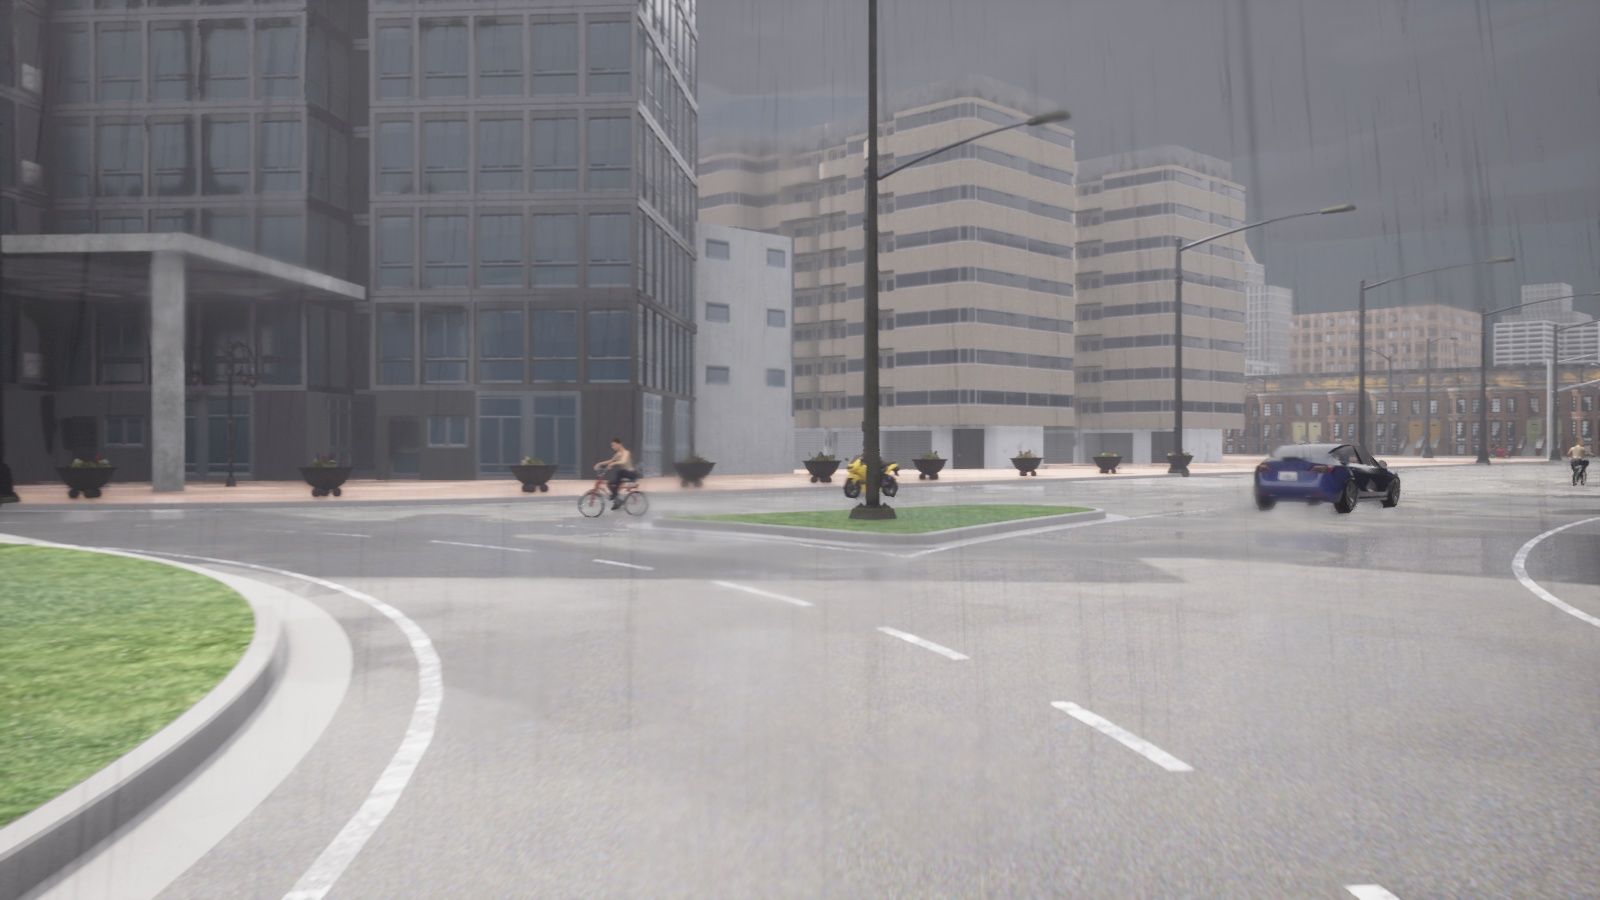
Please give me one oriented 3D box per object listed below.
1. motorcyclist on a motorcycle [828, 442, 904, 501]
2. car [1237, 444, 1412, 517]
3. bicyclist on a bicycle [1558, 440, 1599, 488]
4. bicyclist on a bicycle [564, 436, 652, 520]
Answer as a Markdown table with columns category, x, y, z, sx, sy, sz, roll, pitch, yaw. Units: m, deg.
| category | x | y | z | sx | sy | sz | roll | pitch | yaw |
| --- | --- | --- | --- | --- | --- | --- | --- | --- | --- |
| motorcyclist on a motorcycle | 1.783 | 0.542 | 33.461 | 2.044 | 1.523 | 0.797 | 0 | 0 | -41 |
| car | 11.813 | 0.602 | 28.099 | 2.163 | 1.488 | 4.792 | 0 | 0 | 42 |
| bicyclist on a bicycle | 26.574 | 0.474 | 42.827 | 1.509 | 1.612 | 0.866 | 0 | 0 | -44 |
| bicyclist on a bicycle | -3.800 | 0.538 | 24.878 | 1.509 | 1.612 | 0.866 | 0 | 0 | -31 |
